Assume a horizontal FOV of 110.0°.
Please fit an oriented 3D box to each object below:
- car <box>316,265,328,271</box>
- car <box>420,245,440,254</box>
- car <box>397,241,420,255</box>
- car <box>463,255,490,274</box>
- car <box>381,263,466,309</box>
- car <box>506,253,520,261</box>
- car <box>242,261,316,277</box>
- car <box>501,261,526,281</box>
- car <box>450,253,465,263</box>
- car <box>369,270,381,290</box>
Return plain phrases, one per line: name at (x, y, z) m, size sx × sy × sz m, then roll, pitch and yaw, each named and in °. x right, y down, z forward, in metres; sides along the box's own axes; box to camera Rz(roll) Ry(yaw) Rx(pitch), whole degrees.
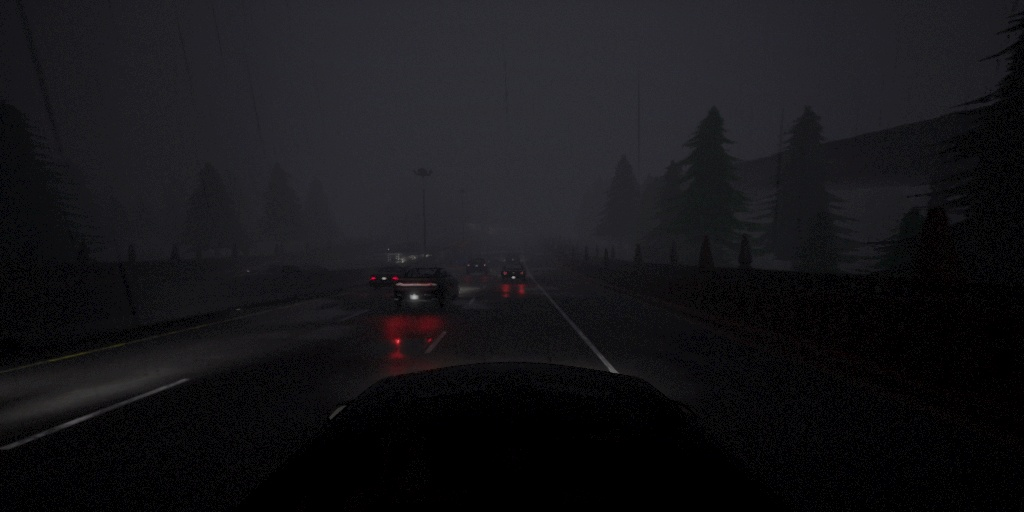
car at (-17.574, 1.232, 30.689) m, size 1.994 × 1.385 × 4.181 m, roll 0°, pitch 1°, yaw 0°
car at (-13.965, -1.191, 62.737) m, size 2.033 × 1.411 × 5.357 m, roll 0°, pitch 7°, yaw 1°
car at (-17.460, -1.437, 62.005) m, size 2.150 × 2.045 × 5.566 m, roll 0°, pitch 8°, yaw 0°
car at (-3.379, 0.866, 36.561) m, size 2.097 × 1.767 × 4.553 m, roll 0°, pitch 2°, yaw 0°
car at (-3.393, 1.214, 14.889) m, size 2.128 × 1.511 × 4.902 m, roll 0°, pitch 0°, yaw 0°
car at (0.128, 0.256, 49.625) m, size 1.994 × 1.385 × 4.181 m, roll 0°, pitch 5°, yaw 0°
car at (-14.085, 1.236, 21.489) m, size 1.812 × 1.442 × 4.674 m, roll 0°, pitch 0°, yaw 0°
car at (0.115, 1.287, 28.773) m, size 1.895 × 1.301 × 4.718 m, roll 0°, pitch 0°, yaw 0°
car at (-6.874, 0.384, 47.061) m, size 1.882 × 1.535 × 5.008 m, roll 0°, pitch 4°, yaw 0°
car at (-6.889, 1.256, 21.823) m, size 2.033 × 1.411 × 5.357 m, roll 0°, pitch 0°, yaw 0°
